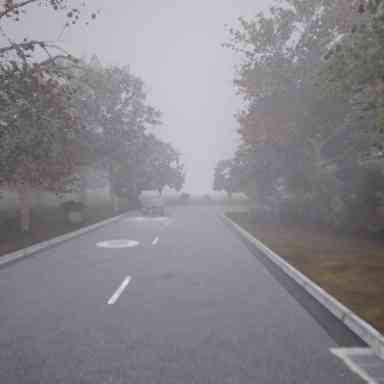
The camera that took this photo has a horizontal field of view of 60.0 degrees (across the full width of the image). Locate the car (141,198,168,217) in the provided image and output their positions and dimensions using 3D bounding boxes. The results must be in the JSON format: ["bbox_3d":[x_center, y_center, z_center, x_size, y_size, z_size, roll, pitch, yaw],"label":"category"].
[{"bbox_3d":[-3.246,1.357,29.770,1.837,1.490,4.892,-1,0,3],"label":"car"}]
